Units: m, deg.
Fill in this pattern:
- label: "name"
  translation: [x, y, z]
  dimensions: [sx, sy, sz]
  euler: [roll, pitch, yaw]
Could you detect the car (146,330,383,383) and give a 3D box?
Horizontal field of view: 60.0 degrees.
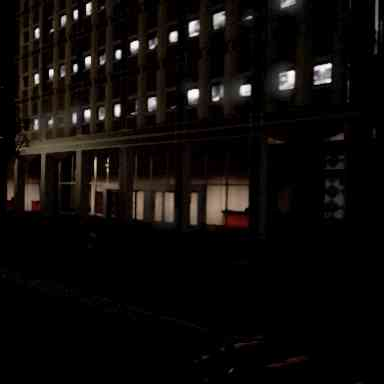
- label: "car"
  translation: [1.475, 1.567, 1.809]
  dimensions: [4.313, 1.339, 1.947]
  euler: [0, 1, 36]
